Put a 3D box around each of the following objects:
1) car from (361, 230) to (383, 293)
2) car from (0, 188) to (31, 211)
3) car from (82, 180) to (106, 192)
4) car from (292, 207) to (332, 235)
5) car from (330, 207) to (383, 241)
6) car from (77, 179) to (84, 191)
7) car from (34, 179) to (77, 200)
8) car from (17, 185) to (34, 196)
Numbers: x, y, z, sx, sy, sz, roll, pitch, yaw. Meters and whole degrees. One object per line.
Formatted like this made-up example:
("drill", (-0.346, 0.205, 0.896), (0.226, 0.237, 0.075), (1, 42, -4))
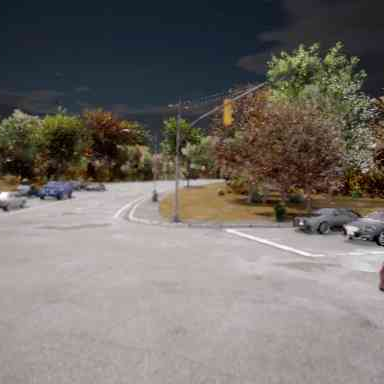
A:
("car", (6.054, 1.664, 6.848), (4.674, 1.442, 1.812), (2, 1, -19))
("car", (-14.464, 0.655, 25.686), (1.895, 1.301, 4.718), (2, 2, -7))
("car", (-14.899, -0.773, 51.663), (1.994, 1.385, 4.181), (2, 4, 5))
("car", (7.809, 1.570, 18.705), (4.181, 1.385, 1.994), (1, 1, -19))
("car", (9.331, 1.591, 15.531), (4.902, 1.511, 2.128), (1, 1, -19))
("car", (-18.307, -1.175, 52.698), (2.097, 1.767, 4.553), (2, 4, 5))
("car", (-15.364, -0.242, 37.895), (2.150, 2.045, 5.566), (2, 3, -1))
("car", (-18.831, -0.063, 37.668), (1.812, 1.442, 4.674), (2, 3, -2))
